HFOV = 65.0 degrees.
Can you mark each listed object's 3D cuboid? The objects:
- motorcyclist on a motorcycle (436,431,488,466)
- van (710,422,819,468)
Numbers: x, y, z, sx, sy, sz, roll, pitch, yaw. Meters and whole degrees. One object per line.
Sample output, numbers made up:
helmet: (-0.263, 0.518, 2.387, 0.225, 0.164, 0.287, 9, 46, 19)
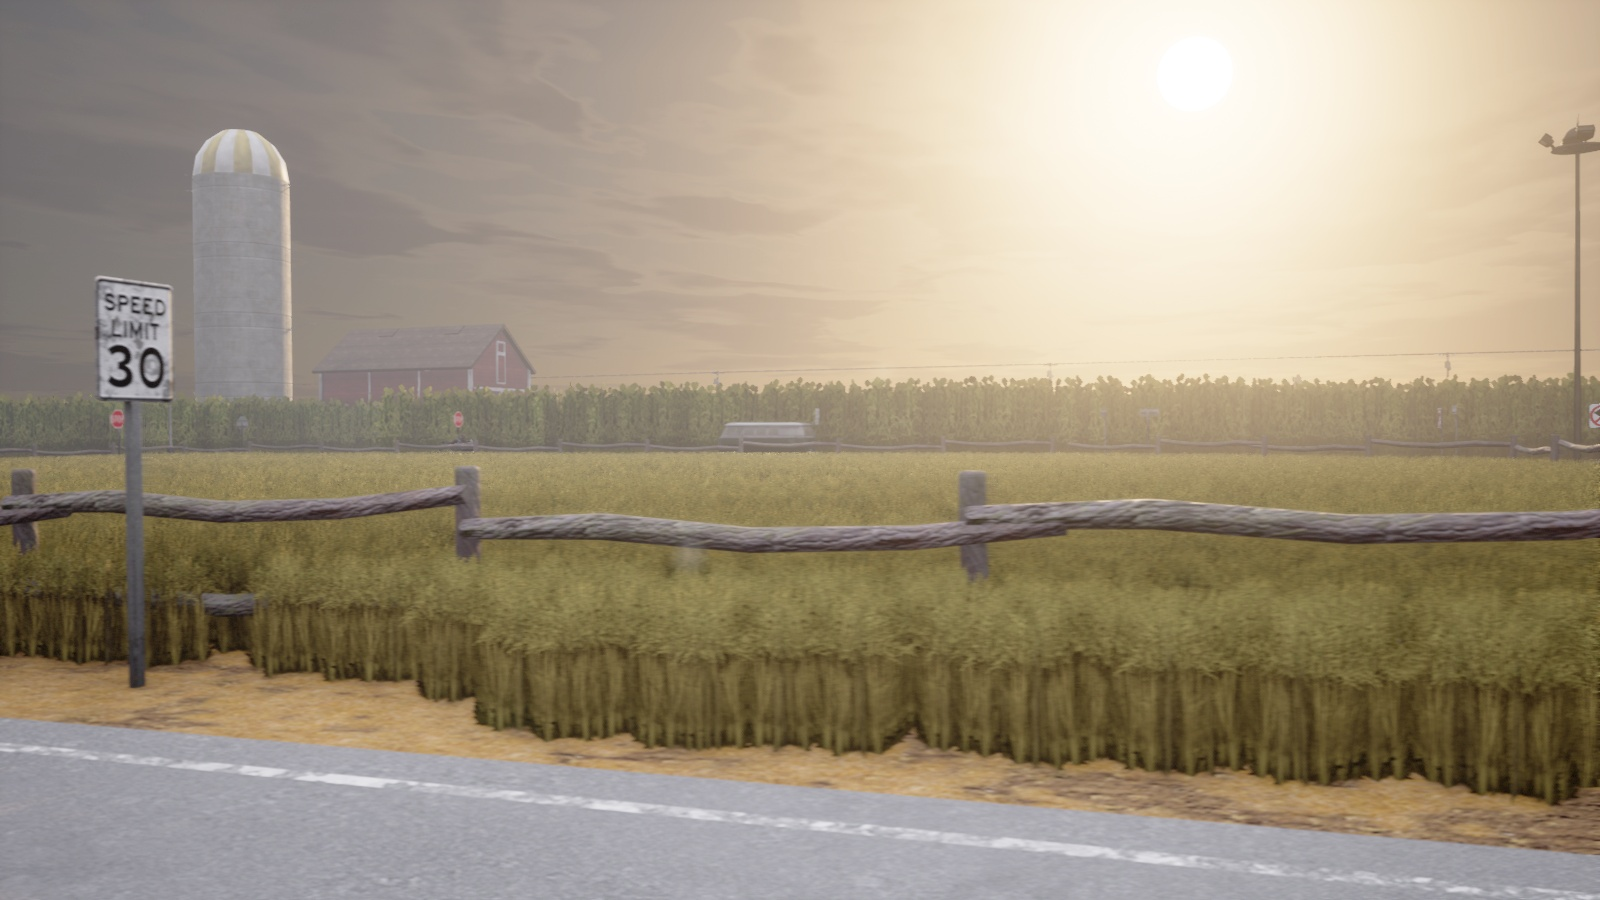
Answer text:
motorcyclist on a motorcycle: (-15.347, -0.074, 57.041, 2.191, 1.530, 0.866, 1, 1, 19)
van: (-1.572, -0.254, 55.525, 4.442, 1.987, 1.775, 1, 1, 19)
